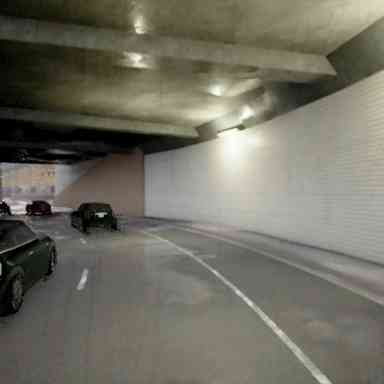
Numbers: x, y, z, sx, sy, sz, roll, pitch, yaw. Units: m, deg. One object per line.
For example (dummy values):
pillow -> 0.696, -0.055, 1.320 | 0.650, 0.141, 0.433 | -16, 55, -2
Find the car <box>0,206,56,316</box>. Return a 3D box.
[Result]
car -> -4.580, 1.399, 7.575 | 2.097, 1.767, 4.553 | -1, 0, -11

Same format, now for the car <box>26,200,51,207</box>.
car -> -16.999, 1.655, 36.724 | 1.882, 1.535, 5.008 | -1, 0, -36

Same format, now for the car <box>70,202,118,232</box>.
car -> -6.358, 1.421, 21.242 | 2.097, 1.767, 4.553 | -1, 0, -30

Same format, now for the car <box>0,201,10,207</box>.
car -> -20.833, 1.740, 36.033 | 1.812, 1.442, 4.674 | -1, 0, -36
